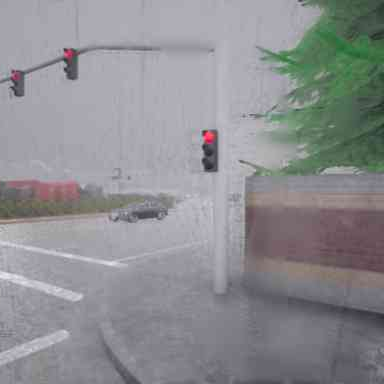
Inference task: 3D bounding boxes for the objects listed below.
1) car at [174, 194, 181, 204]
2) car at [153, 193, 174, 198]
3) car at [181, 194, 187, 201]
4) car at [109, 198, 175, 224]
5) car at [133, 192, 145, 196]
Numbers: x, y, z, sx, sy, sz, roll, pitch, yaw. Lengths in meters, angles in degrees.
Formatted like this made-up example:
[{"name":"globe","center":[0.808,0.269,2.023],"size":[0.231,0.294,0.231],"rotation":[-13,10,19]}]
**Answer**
[{"name":"car","center":[-4.789,1.272,66.370],"size":[3.905,1.438,1.784],"rotation":[0,0,35]},{"name":"car","center":[-6.305,1.062,64.155],"size":[4.605,1.855,1.932],"rotation":[0,0,35]},{"name":"car","center":[-3.108,1.304,68.727],"size":[3.806,1.475,1.970],"rotation":[0,0,35]},{"name":"car","center":[-3.779,1.399,23.931],"size":[2.128,1.511,4.902],"rotation":[0,0,35]},{"name":"car","center":[-12.059,1.271,82.189],"size":[3.806,1.475,1.970],"rotation":[0,0,35]}]
